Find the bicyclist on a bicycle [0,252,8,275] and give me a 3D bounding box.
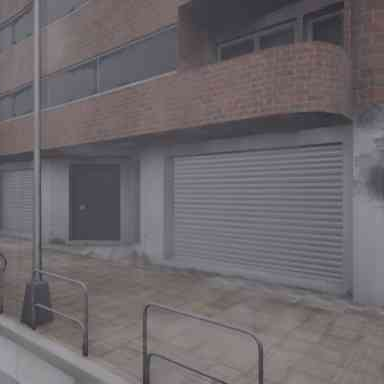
[{"bbox_3d":[-5.211,1.337,7.928,0.582,1.620,1.656,1,-3,37],"label":"bicyclist on a bicycle"}]
